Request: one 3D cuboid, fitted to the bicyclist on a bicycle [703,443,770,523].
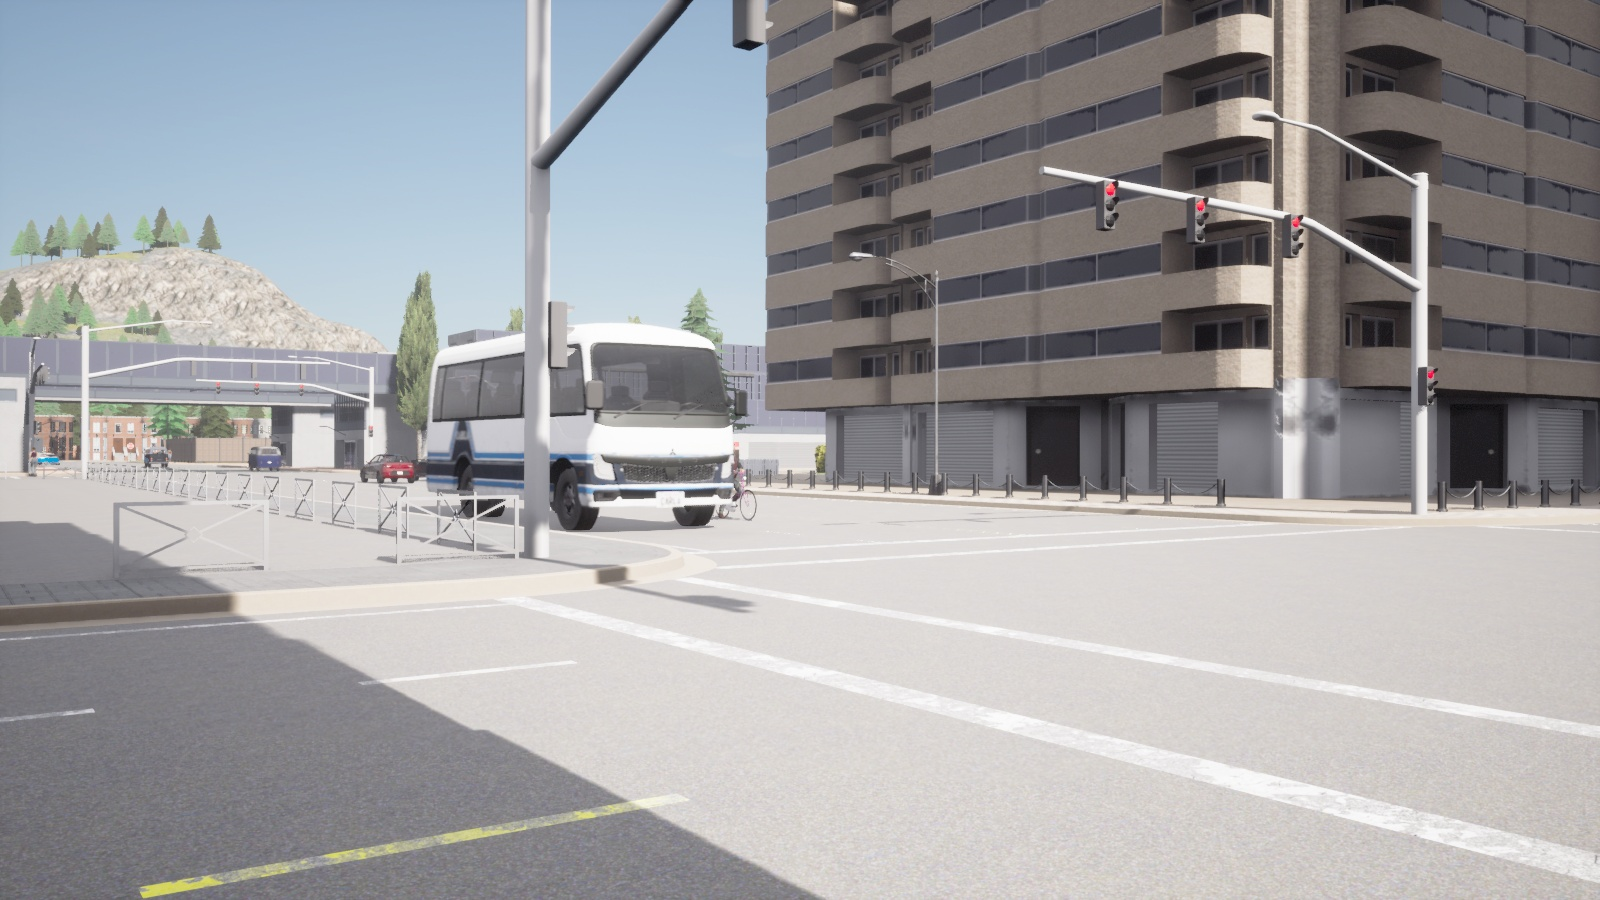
[{"bbox_3d":[-1.488,0.745,29.055,0.659,1.776,1.843,0,0,-35],"label":"bicyclist on a bicycle"}]

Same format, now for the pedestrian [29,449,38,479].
[{"bbox_3d":[-46.701,0.865,76.507,0.345,1.836,0.594,0,0,-43],"label":"pedestrian"}]

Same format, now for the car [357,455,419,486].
[{"bbox_3d":[-20.704,1.012,63.020,1.816,1.474,4.193,0,0,-35],"label":"car"}]

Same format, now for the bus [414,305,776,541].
[{"bbox_3d":[-5.013,-0.497,27.998,3.944,4.253,10.273,0,0,-35],"label":"bus"}]

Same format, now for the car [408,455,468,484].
[{"bbox_3d":[-19.461,1.020,67.379,1.816,1.474,4.193,0,0,-35],"label":"car"}]
